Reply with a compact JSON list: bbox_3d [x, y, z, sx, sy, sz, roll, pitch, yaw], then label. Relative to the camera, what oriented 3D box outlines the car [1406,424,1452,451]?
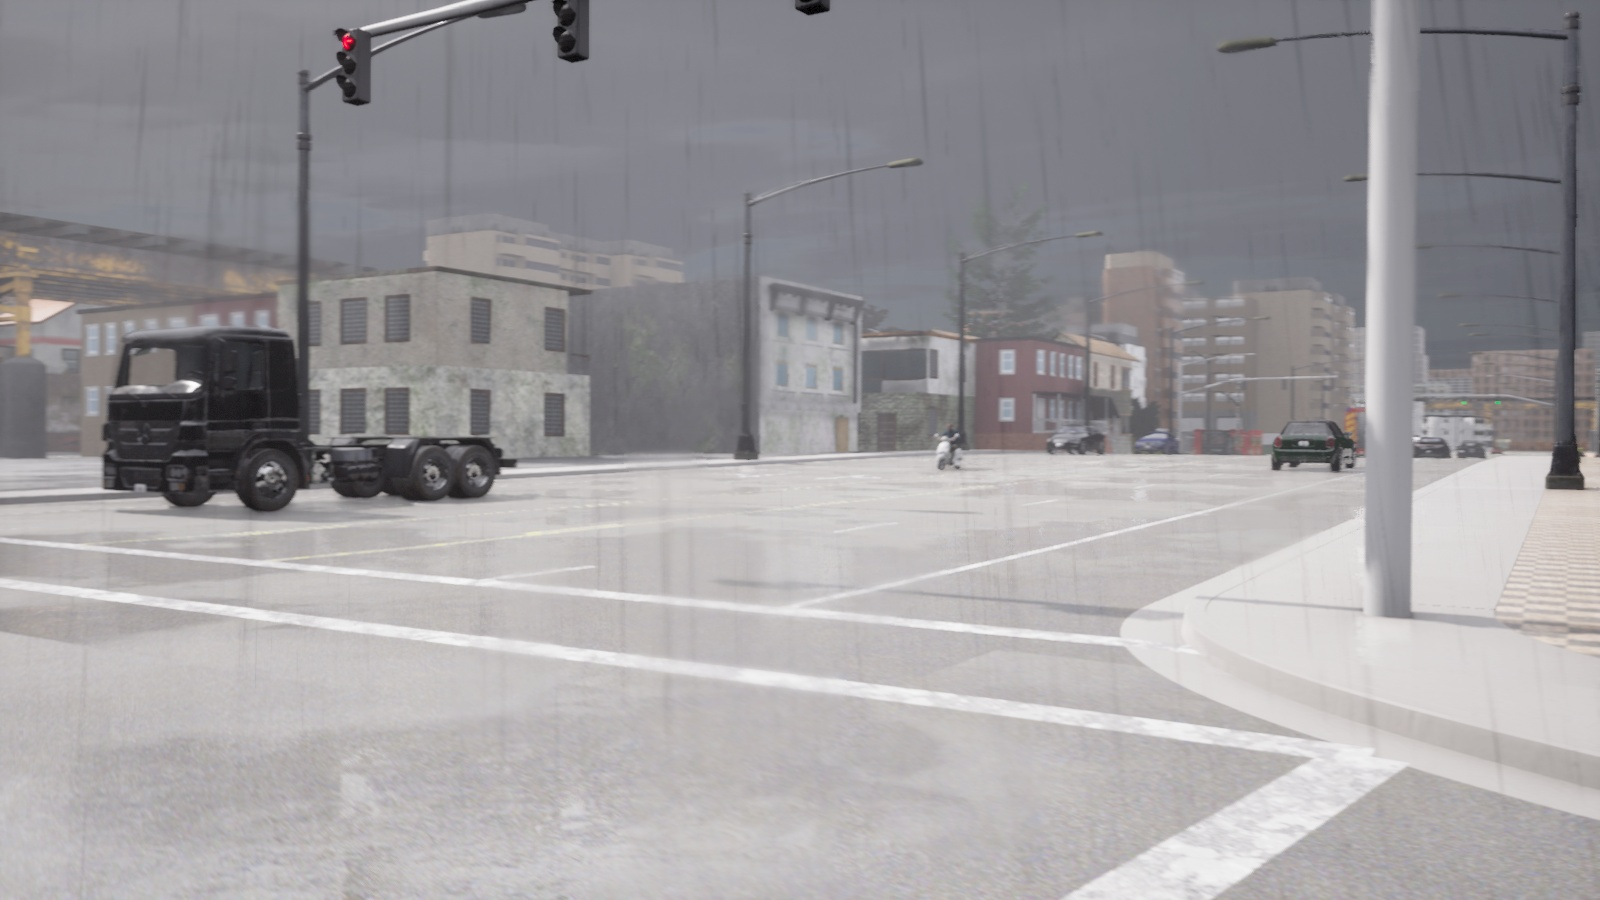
[{"bbox_3d":[39.247,-0.764,78.264,2.128,1.511,4.902,0,-1,31],"label":"car"}]

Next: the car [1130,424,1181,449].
[{"bbox_3d":[21.605,-0.781,76.250,1.812,1.442,4.674,0,-1,31],"label":"car"}]

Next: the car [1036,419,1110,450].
[{"bbox_3d":[13.878,-0.792,63.613,2.128,1.511,4.902,0,1,31],"label":"car"}]

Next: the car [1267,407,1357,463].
[{"bbox_3d":[17.357,-0.538,42.462,2.097,1.767,4.553,0,2,31],"label":"car"}]

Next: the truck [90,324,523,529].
[{"bbox_3d":[-9.509,-0.482,25.363,2.891,3.462,7.936,0,1,31],"label":"truck"}]

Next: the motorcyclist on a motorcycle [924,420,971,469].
[{"bbox_3d":[4.974,-0.196,42.350,0.866,1.590,1.817,0,2,31],"label":"motorcyclist on a motorcycle"}]

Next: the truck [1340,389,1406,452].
[{"bbox_3d":[37.756,-1.827,82.547,2.891,3.827,8.468,0,-1,32],"label":"truck"}]
